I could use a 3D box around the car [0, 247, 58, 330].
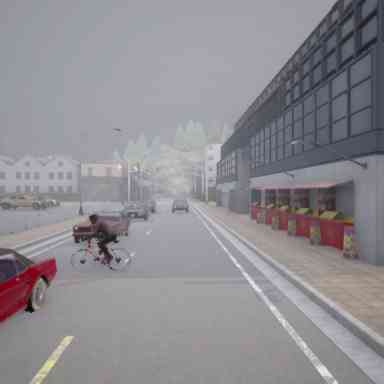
[{"bbox_3d":[-3.734,1.601,4.902,1.895,1.301,4.718,0,0,-2],"label":"car"}]

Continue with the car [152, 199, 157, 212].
[{"bbox_3d":[-4.857,1.491,35.872,2.128,1.511,4.902,0,0,-2],"label":"car"}]

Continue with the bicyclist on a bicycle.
[{"bbox_3d":[-2.566,1.453,9.305,1.656,1.620,0.582,-2,0,-2],"label":"bicyclist on a bicycle"}]

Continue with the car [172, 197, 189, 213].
[{"bbox_3d":[-1.323,1.547,37.722,2.033,1.411,5.357,0,0,-2],"label":"car"}]

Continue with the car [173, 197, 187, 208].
[{"bbox_3d":[-1.753,1.505,48.209,1.837,1.490,4.892,0,0,-2],"label":"car"}]

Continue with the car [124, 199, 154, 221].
[{"bbox_3d":[-4.489,1.564,27.000,1.994,1.385,4.181,0,0,-2],"label":"car"}]

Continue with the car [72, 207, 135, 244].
[{"bbox_3d":[-4.156,1.601,15.918,1.895,1.301,4.718,0,0,-2],"label":"car"}]

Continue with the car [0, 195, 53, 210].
[{"bbox_3d":[-19.079,1.169,37.847,5.027,1.636,2.152,0,0,-2],"label":"car"}]

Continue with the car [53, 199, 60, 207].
[{"bbox_3d":[-19.650,1.247,44.248,3.806,1.475,1.970,0,0,-2],"label":"car"}]
